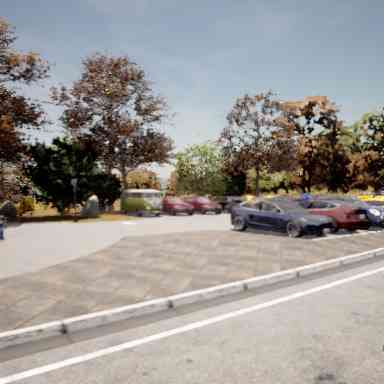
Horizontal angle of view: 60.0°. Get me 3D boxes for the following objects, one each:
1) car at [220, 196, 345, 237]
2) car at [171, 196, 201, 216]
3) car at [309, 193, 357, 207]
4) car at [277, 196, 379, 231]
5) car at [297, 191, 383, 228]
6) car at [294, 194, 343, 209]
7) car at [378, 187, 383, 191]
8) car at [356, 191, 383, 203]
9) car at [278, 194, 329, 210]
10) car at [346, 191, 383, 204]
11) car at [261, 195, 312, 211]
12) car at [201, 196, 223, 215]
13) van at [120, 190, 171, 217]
[{"bbox_3d":[3.741,1.080,14.570,2.163,1.488,4.792,0,0,-35],"label":"car"},{"bbox_3d":[-1.656,1.096,26.797,2.002,1.452,4.674,0,0,-35],"label":"car"},{"bbox_3d":[16.731,0.923,39.658,2.231,1.521,4.892,-1,1,-35],"label":"car"},{"bbox_3d":[5.988,1.096,16.214,2.163,1.488,4.792,0,0,-35],"label":"car"},{"bbox_3d":[8.270,0.956,17.814,2.185,1.767,4.553,0,0,-35],"label":"car"},{"bbox_3d":[14.341,0.975,37.985,2.097,1.535,5.008,-1,1,-35],"label":"car"},{"bbox_3d":[12.836,0.838,21.007,2.435,2.045,5.566,0,0,-35],"label":"car"},{"bbox_3d":[25.753,0.636,45.987,2.097,1.535,5.008,-2,1,-35],"label":"car"},{"bbox_3d":[12.055,1.017,36.385,2.097,1.535,5.008,-1,1,-35],"label":"car"},{"bbox_3d":[23.578,0.719,44.232,1.946,1.575,5.366,-2,1,-35],"label":"car"},{"bbox_3d":[9.783,1.080,34.765,2.163,1.488,4.792,-1,0,-35],"label":"car"},{"bbox_3d":[0.625,1.112,28.394,2.002,1.452,4.674,0,0,-35],"label":"car"},{"bbox_3d":[-3.771,0.817,25.158,1.878,1.987,4.442,0,1,-35],"label":"van"}]
